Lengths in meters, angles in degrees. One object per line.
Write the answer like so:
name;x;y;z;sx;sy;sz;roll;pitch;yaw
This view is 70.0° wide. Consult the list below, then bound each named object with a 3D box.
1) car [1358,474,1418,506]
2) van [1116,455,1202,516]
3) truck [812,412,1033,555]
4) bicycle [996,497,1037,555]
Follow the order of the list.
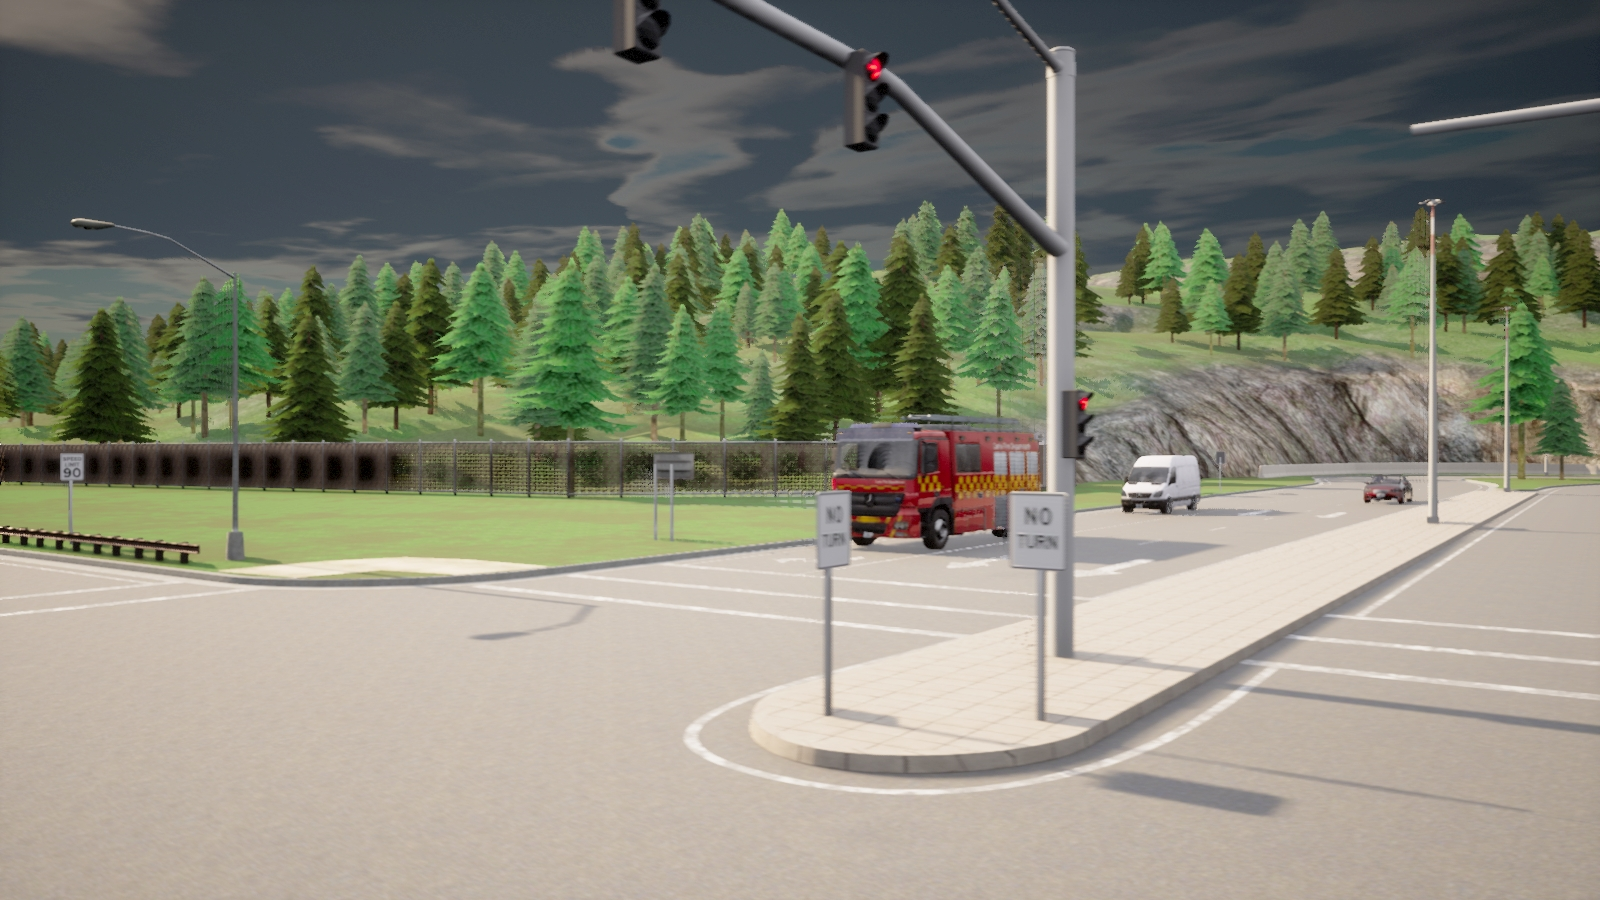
car;30.997;2.048;60.165;2.128;1.511;4.902;0;0;36
van;16.331;1.536;51.721;1.988;2.561;5.915;0;0;36
truck;3.993;0.893;34.897;2.891;3.827;8.468;0;0;36
bicycle;5.917;2.062;31.169;0.329;1.471;1.835;0;0;36
